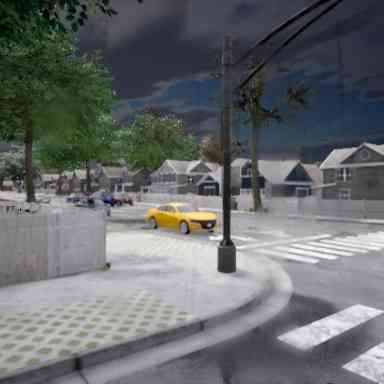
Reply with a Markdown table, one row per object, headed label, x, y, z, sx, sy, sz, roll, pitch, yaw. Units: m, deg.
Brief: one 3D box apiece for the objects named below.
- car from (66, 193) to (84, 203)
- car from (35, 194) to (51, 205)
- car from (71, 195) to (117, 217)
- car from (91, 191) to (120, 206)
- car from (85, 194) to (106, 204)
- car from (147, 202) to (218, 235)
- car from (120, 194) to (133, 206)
| label | x | y | z | sx | sy | sz | roll | pitch | yaw |
| --- | --- | --- | --- | --- | --- | --- | --- | --- | --- |
| car | -18.742 | 0.898 | 53.662 | 2.097 | 1.767 | 4.553 | 0 | 1 | -37 |
| car | -20.608 | 1.092 | 45.272 | 2.128 | 1.511 | 4.902 | 0 | 1 | -36 |
| car | -8.673 | 1.349 | 29.089 | 1.837 | 1.490 | 4.892 | 0 | 1 | -37 |
| car | -12.317 | 0.917 | 45.114 | 2.150 | 2.045 | 5.566 | 0 | 1 | -36 |
| car | -16.155 | 1.063 | 55.628 | 1.837 | 1.490 | 4.892 | 0 | 1 | -37 |
| car | -0.633 | 1.358 | 18.289 | 1.882 | 1.535 | 5.008 | 0 | 0 | -37 |
| car | -10.286 | 1.047 | 47.832 | 2.097 | 1.767 | 4.553 | 0 | 1 | -38 |
